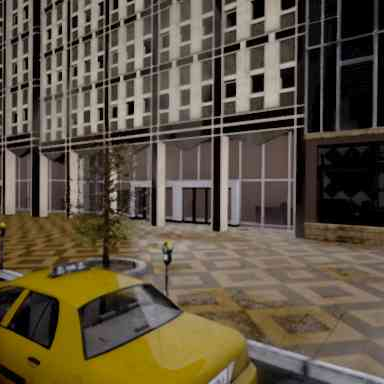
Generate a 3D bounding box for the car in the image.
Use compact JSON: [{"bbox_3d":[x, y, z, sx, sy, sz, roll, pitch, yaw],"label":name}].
[{"bbox_3d":[-1.654,1.520,4.076,4.829,1.417,1.752,0,1,36],"label":"car"}]
